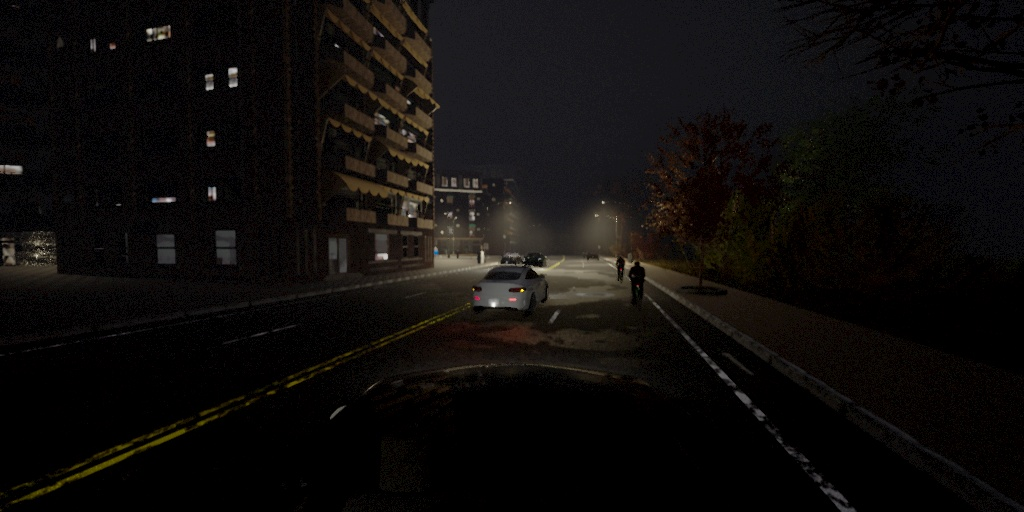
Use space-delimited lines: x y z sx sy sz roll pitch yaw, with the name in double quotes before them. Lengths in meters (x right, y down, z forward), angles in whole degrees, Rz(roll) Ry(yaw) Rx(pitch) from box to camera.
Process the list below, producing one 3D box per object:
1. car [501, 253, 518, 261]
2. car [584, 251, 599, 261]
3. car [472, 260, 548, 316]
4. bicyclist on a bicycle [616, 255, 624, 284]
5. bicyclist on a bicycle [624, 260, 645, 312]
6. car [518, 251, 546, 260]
"car" -0.053 0.391 41.987 2.128 1.511 4.902 0 1 12
"car" 13.517 -0.042 60.333 1.882 1.535 5.008 0 1 10
"car" 0.062 1.053 12.206 1.812 1.442 4.674 0 1 14
"bicyclist on a bicycle" 6.278 0.792 20.705 0.582 1.620 1.656 0 1 13
"bicyclist on a bicycle" 4.152 0.982 11.872 0.582 1.620 1.656 0 1 14
"car" 2.388 0.335 37.777 2.097 1.767 4.553 0 1 12
